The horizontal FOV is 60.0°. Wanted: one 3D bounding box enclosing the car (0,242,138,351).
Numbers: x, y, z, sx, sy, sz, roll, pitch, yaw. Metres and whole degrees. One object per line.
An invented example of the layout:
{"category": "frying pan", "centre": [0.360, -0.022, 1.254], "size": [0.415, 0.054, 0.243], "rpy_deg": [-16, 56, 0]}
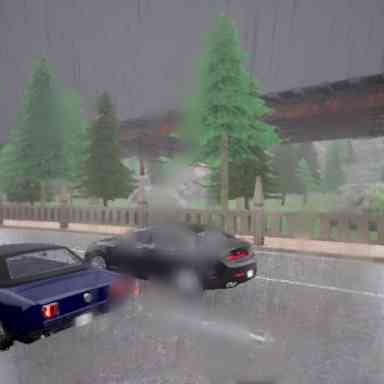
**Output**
{"category": "car", "centre": [-3.459, 1.645, 6.249], "size": [4.718, 1.301, 1.895], "rpy_deg": [0, 0, 34]}

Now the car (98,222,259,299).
{"category": "car", "centre": [-0.728, 1.553, 8.623], "size": [4.892, 1.490, 1.837], "rpy_deg": [-1, -1, 34]}
